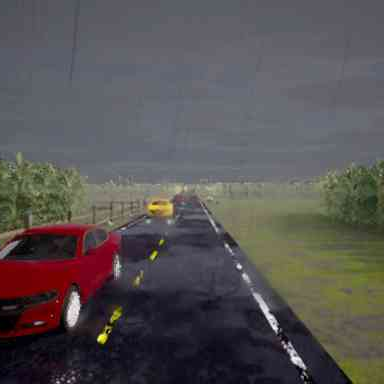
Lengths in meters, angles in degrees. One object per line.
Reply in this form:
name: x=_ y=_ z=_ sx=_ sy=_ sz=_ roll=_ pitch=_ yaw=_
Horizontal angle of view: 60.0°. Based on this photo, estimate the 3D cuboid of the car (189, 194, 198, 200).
car: x=0.268 y=1.071 z=73.515 sx=1.994 sy=1.385 sz=4.181 roll=0 pitch=0 yaw=0

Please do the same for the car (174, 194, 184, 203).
car: x=-2.556 y=1.208 z=61.577 sx=1.882 sy=1.535 sz=5.008 roll=0 pitch=0 yaw=1

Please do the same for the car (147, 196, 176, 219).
car: x=-2.665 y=1.368 z=28.558 sx=1.882 sy=1.535 sz=5.008 roll=0 pitch=0 yaw=1

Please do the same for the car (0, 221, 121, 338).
car: x=-2.827 y=1.450 z=6.984 sx=1.882 sy=1.535 sz=5.008 roll=0 pitch=0 yaw=0
